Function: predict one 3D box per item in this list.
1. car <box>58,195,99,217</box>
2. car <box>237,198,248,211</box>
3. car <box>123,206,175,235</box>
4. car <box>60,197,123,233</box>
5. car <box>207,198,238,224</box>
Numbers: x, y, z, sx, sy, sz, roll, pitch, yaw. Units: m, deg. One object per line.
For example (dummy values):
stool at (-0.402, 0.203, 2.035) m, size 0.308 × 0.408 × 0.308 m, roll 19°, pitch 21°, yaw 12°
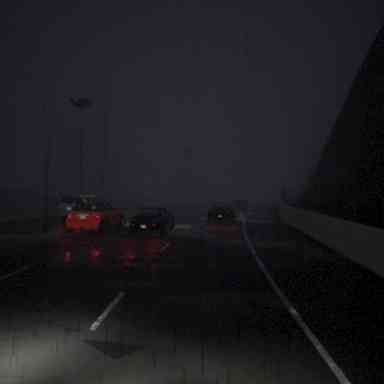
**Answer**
car at (-8.224, 1.224, 25.972) m, size 2.150 × 2.045 × 5.566 m, roll 0°, pitch 0°, yaw 9°
car at (5.976, 1.531, 42.003) m, size 2.128 × 1.511 × 4.902 m, roll 0°, pitch 0°, yaw 15°
car at (-2.155, 1.535, 18.751) m, size 1.812 × 1.442 × 4.674 m, roll 0°, pitch 0°, yaw 6°
car at (-5.537, 1.355, 19.692) m, size 2.097 × 1.767 × 4.553 m, roll 0°, pitch 0°, yaw 7°
car at (2.307, 1.499, 25.184) m, size 1.882 × 1.535 × 5.008 m, roll 0°, pitch 0°, yaw 9°
